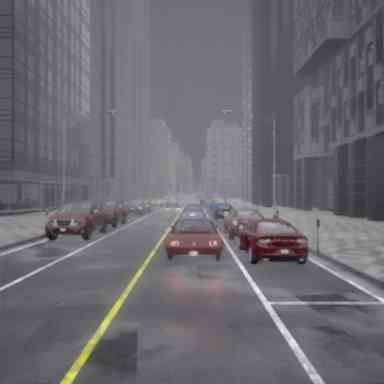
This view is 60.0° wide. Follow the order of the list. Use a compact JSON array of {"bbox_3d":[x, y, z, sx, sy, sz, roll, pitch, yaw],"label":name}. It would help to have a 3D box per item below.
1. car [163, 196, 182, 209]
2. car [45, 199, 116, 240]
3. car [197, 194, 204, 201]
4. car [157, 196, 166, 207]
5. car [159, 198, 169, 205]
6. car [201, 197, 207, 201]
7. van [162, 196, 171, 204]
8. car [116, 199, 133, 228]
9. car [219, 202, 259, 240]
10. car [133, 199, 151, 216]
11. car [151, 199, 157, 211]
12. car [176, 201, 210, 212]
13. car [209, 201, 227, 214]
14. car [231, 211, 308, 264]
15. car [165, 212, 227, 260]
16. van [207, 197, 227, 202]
[{"bbox_3d":[-2.977,1.786,51.494,1.812,1.442,4.674,0,0,0],"label":"car"},{"bbox_3d":[-5.824,1.391,17.525,2.192,1.841,5.009,0,0,0],"label":"car"},{"bbox_3d":[2.514,1.683,62.039,2.097,1.767,4.553,0,0,0],"label":"car"},{"bbox_3d":[-5.751,1.821,56.797,1.752,1.417,4.829,0,-1,1],"label":"car"},{"bbox_3d":[-5.720,1.895,68.109,1.752,1.417,4.829,0,0,0],"label":"car"},{"bbox_3d":[2.772,1.786,51.533,1.752,1.417,4.829,0,-1,1],"label":"car"},{"bbox_3d":[-5.708,1.746,73.922,1.690,1.788,3.998,0,0,0],"label":"van"},{"bbox_3d":[-5.812,1.416,23.164,2.192,1.841,5.009,0,0,0],"label":"car"},{"bbox_3d":[2.701,1.515,17.493,1.967,1.590,4.097,0,0,0],"label":"car"},{"bbox_3d":[-5.790,1.596,34.443,1.967,1.590,4.097,0,0,0],"label":"car"},{"bbox_3d":[-5.778,1.628,40.081,1.967,1.590,4.097,0,0,0],"label":"car"},{"bbox_3d":[0.098,1.660,25.911,2.033,1.411,5.357,0,0,1],"label":"car"},{"bbox_3d":[2.724,1.692,28.770,1.947,1.339,4.313,0,0,0],"label":"car"},{"bbox_3d":[2.689,1.596,11.854,1.887,1.381,4.507,0,0,0],"label":"car"},{"bbox_3d":[0.083,1.655,12.677,1.895,1.301,4.718,0,0,1],"label":"car"},{"bbox_3d":[2.735,1.496,34.410,1.690,1.788,3.998,0,0,0],"label":"van"}]
